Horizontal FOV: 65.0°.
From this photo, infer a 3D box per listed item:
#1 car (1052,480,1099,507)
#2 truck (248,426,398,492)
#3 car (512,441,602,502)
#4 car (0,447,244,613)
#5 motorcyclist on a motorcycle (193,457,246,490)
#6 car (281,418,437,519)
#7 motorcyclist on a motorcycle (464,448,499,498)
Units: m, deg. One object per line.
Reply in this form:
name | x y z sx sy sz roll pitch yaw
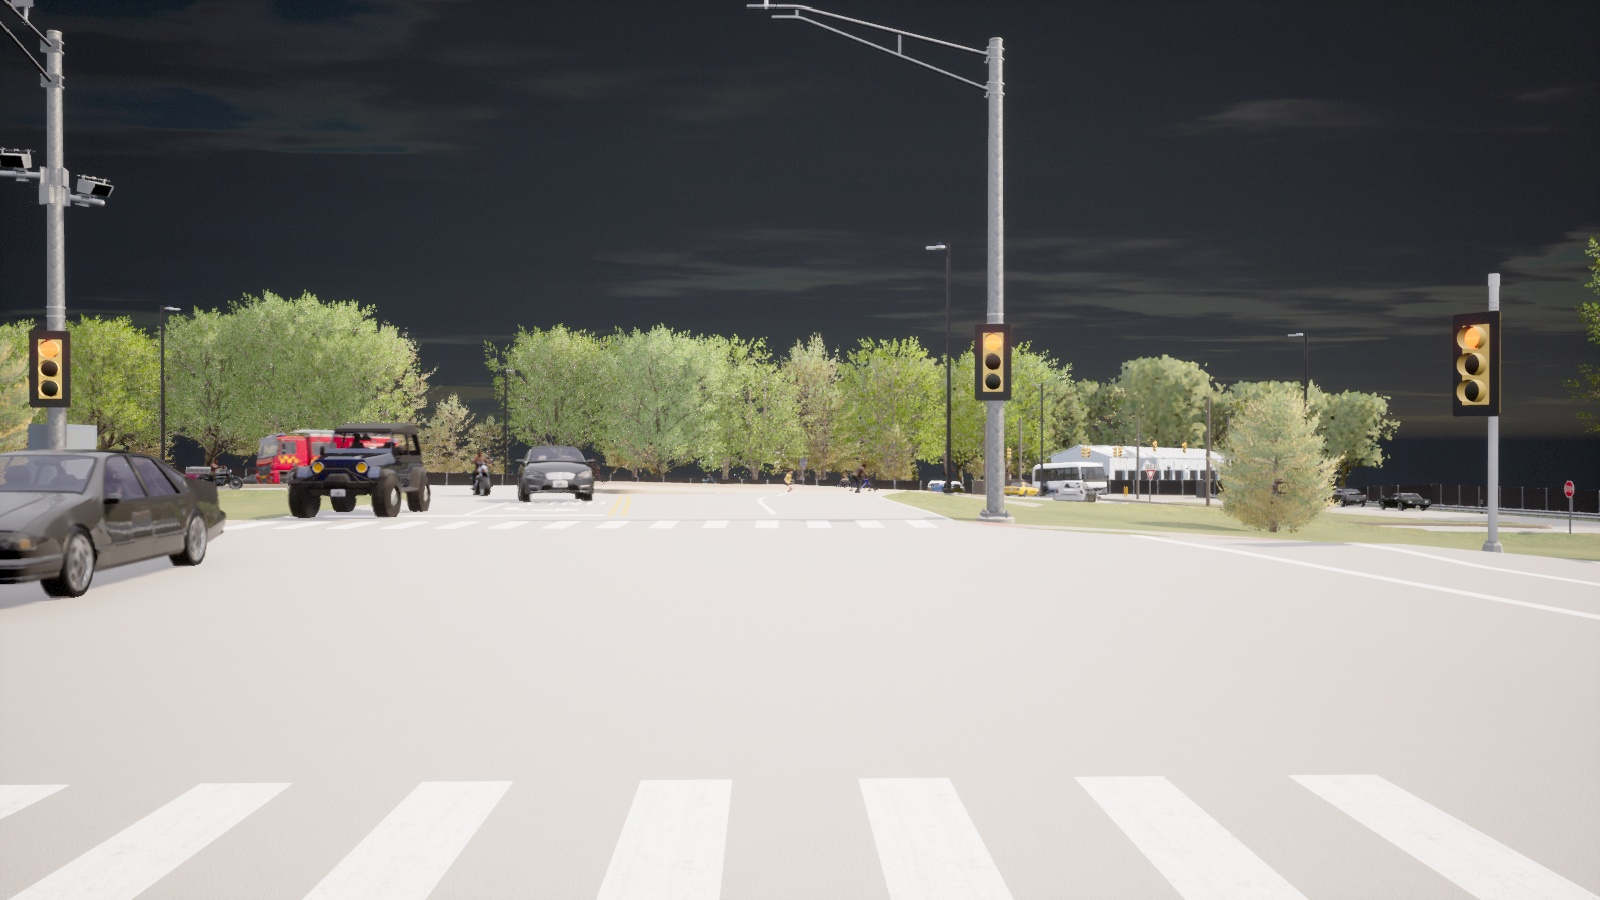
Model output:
car | 15.909 2.507 72.455 1.970 1.475 3.806 0 -1 23
truck | -30.390 0.657 80.319 2.891 3.827 8.468 -7 -6 44
car | -6.639 0.583 33.931 2.128 1.511 4.902 0 -1 -14
car | -7.931 0.687 13.478 2.033 1.411 5.357 0 1 -6
motorcyclist on a motorcycle | -30.050 1.225 65.022 2.350 1.649 0.766 0 1 -7
car | -8.809 0.353 25.414 1.905 1.878 3.866 0 0 -2
motorcyclist on a motorcycle | -10.821 0.758 42.620 0.766 1.649 2.350 0 0 -24
